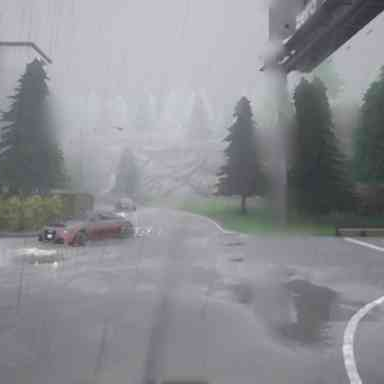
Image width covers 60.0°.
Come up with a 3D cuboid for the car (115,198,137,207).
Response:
[{"bbox_3d":[-7.796,1.481,39.026,1.837,1.490,4.892,1,0,-23],"label":"car"}]

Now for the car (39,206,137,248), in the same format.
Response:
[{"bbox_3d":[-4.512,1.548,14.782,1.994,1.385,4.181,1,0,33],"label":"car"}]
